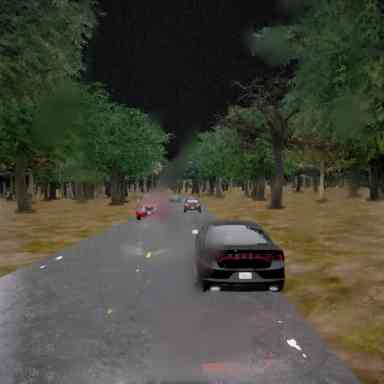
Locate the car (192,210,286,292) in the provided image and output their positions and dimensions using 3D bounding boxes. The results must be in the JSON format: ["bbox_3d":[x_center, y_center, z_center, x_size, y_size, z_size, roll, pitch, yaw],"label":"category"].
[{"bbox_3d":[1.036,1.477,8.956,1.882,1.535,5.008,0,0,0],"label":"car"}]

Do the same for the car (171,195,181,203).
[{"bbox_3d":[-3.144,1.291,62.569,1.837,1.490,4.892,0,0,0],"label":"car"}]

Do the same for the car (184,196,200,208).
[{"bbox_3d":[-0.029,1.368,47.170,2.128,1.511,4.902,0,0,0],"label":"car"}]

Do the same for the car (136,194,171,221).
[{"bbox_3d":[-3.143,1.187,27.177,2.150,2.045,5.566,0,0,0],"label":"car"}]

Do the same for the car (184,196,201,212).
[{"bbox_3d":[0.047,1.454,37.049,1.812,1.442,4.674,0,0,0],"label":"car"}]
